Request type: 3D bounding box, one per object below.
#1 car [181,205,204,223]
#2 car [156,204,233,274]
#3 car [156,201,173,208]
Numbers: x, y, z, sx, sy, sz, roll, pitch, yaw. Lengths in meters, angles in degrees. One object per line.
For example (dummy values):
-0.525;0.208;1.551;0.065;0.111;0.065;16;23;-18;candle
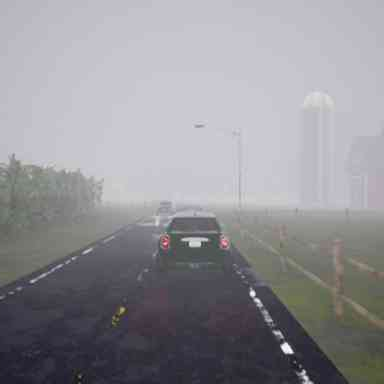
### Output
0.036;1.818;29.015;1.895;1.301;4.718;0;0;0;car
0.080;1.432;10.977;2.097;1.767;4.553;0;-1;0;car
-2.864;1.791;37.214;1.837;1.490;4.892;0;-1;0;car
